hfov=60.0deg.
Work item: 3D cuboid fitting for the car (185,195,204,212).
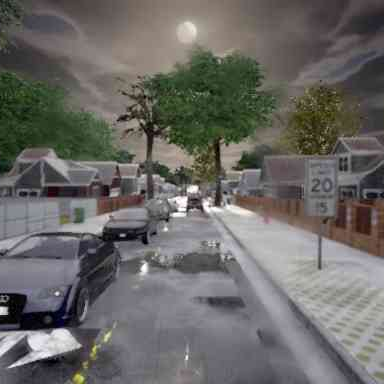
[{"bbox_3d":[0.302,1.404,36.463,1.837,1.490,4.892,0,0,0],"label":"car"}]

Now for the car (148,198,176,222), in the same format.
[{"bbox_3d":[-2.622,1.265,25.272,2.097,1.767,4.553,0,0,1],"label":"car"}]

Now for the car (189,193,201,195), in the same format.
[{"bbox_3d":[0.397,1.124,47.377,2.150,2.045,5.566,0,0,1],"label":"car"}]

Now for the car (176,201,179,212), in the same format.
[{"bbox_3d":[-2.504,1.497,36.330,1.895,1.301,4.718,0,0,1],"label":"car"}]

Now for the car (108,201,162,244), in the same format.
[{"bbox_3d":[-2.714,1.418,15.582,1.882,1.535,5.008,0,0,1],"label":"car"}]

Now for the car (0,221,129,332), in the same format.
[{"bbox_3d":[-2.790,1.539,6.831,1.994,1.385,4.181,0,0,1],"label":"car"}]
